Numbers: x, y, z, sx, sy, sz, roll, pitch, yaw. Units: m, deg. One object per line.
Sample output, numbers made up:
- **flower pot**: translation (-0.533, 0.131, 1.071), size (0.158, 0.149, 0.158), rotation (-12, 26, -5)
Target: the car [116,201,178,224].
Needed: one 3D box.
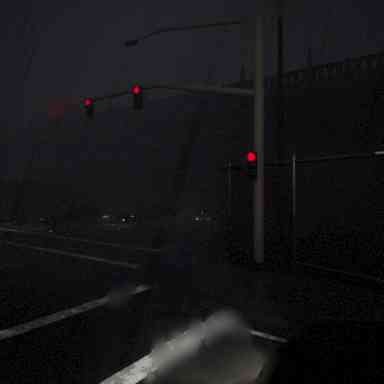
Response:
- **car**: translation (-3.334, 1.603, 25.811), size (2.033, 1.411, 5.357), rotation (0, 0, 35)

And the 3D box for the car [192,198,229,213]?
- **car**: translation (2.332, 1.547, 39.822), size (2.128, 1.511, 4.902), rotation (0, 0, 35)

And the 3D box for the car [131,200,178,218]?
- **car**: translation (-3.447, 1.581, 31.684), size (1.812, 1.442, 4.674), rotation (0, 0, 36)

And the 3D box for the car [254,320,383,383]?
- **car**: translation (3.007, 1.547, 1.823), size (5.357, 1.411, 2.033), rotation (0, 0, 36)

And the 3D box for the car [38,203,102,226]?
- **car**: translation (-8.737, 1.581, 24.284), size (1.812, 1.442, 4.674), rotation (0, 0, 37)

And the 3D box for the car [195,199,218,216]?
- **car**: translation (2.501, 1.603, 34.021), size (2.033, 1.411, 5.357), rotation (0, 0, 35)
